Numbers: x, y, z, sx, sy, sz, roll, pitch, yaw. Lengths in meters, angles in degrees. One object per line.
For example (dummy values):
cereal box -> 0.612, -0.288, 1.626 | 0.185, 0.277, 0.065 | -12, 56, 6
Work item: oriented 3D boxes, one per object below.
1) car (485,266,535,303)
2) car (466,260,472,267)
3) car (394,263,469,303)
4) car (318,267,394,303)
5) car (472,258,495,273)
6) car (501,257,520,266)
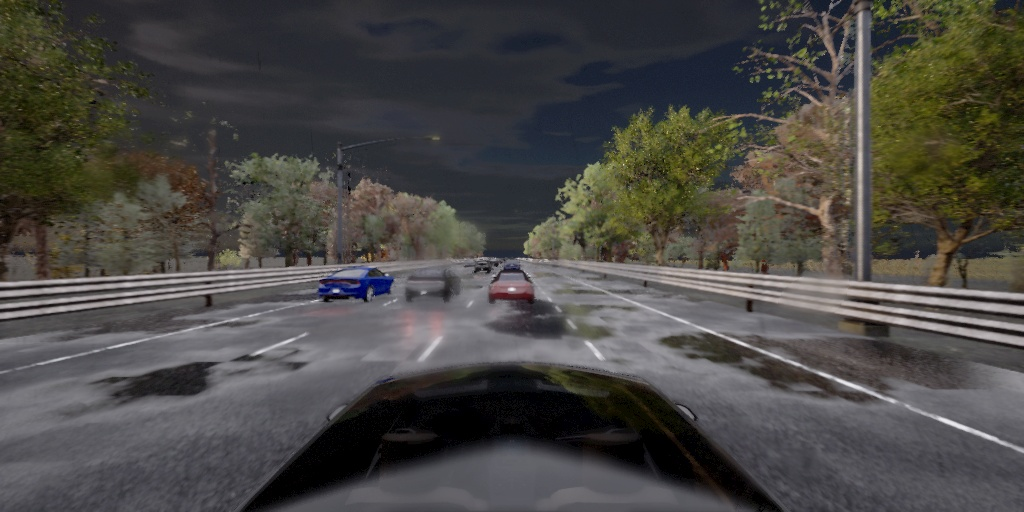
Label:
car -> -0.005, 1.323, 16.592 | 1.994, 1.385, 4.181 | 0, 0, 0
car -> -7.017, 1.344, 62.400 | 2.033, 1.411, 5.357 | 0, 0, 0
car -> -3.505, 1.251, 16.666 | 2.128, 1.511, 4.902 | 0, 0, 0
car -> -7.002, 1.237, 16.743 | 1.882, 1.535, 5.008 | 0, 0, 0
car -> -3.513, 1.286, 44.346 | 1.837, 1.490, 4.892 | 0, 0, 0
car -> -0.011, 1.133, 46.244 | 2.097, 1.767, 4.553 | 0, 0, 0
